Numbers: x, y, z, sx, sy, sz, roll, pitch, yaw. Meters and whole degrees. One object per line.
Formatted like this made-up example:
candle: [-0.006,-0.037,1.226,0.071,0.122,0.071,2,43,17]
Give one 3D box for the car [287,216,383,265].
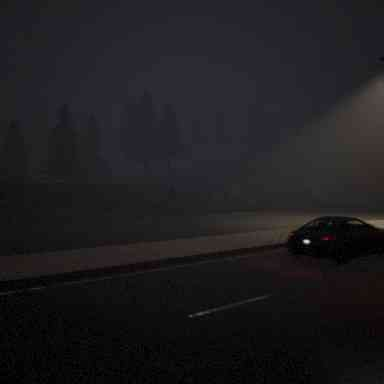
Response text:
car: [5.301,1.564,11.828,4.181,1.385,1.994,0,0,-36]
